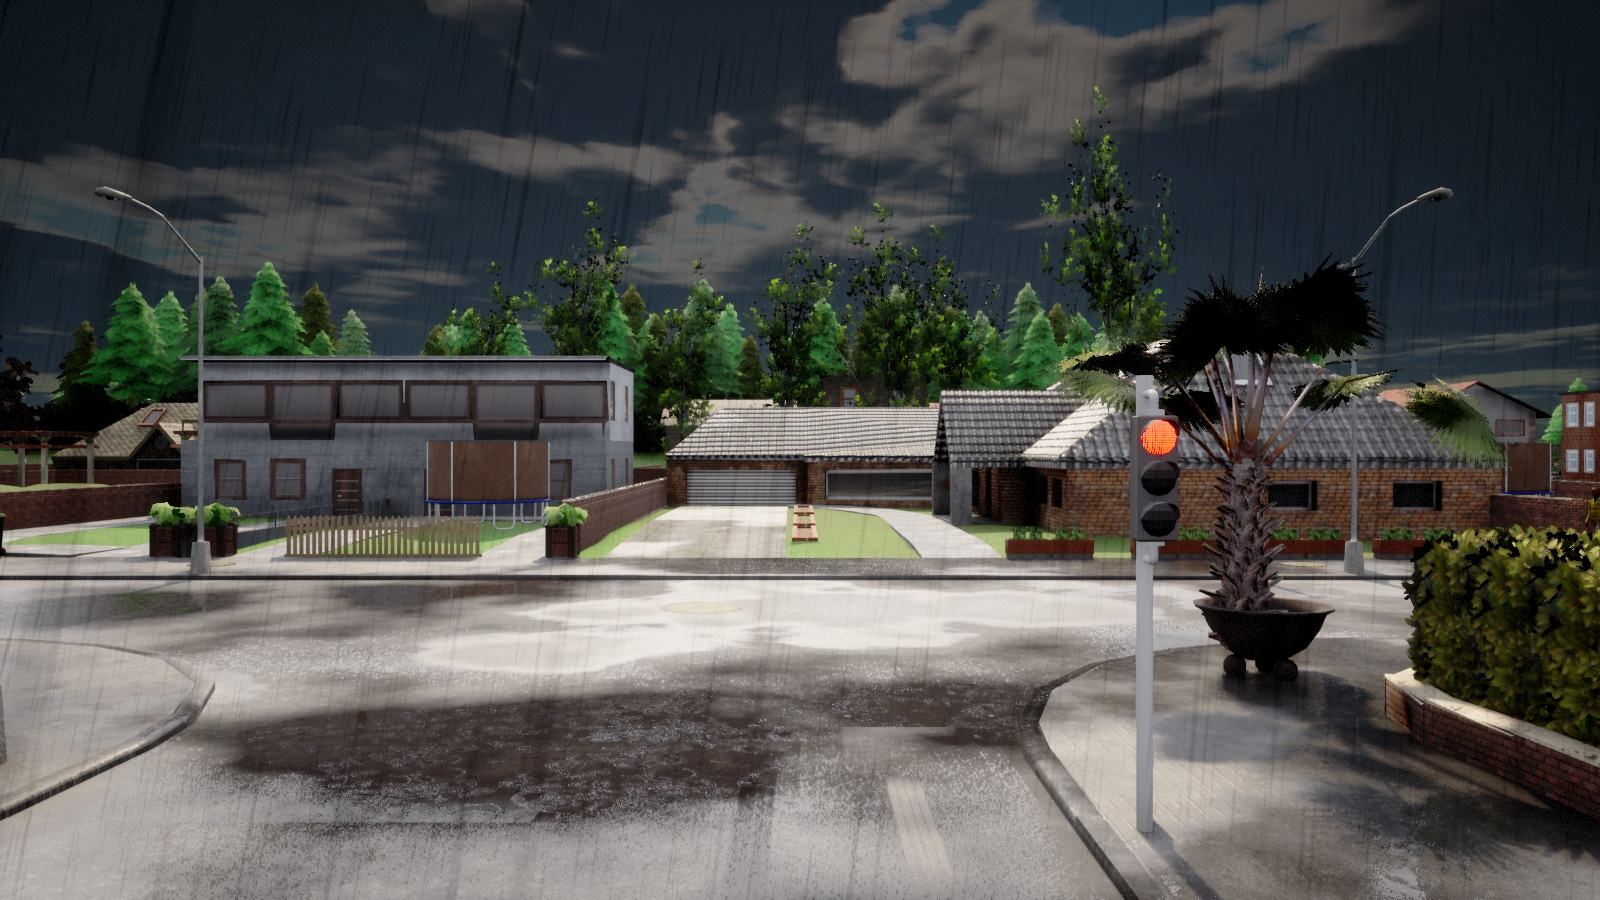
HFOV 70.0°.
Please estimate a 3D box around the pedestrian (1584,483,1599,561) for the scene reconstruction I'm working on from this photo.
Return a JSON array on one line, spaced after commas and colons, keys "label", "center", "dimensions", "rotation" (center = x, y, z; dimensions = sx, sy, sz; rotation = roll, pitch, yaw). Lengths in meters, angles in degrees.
[{"label": "pedestrian", "center": [19.233, 1.732, 27.568], "dimensions": [0.375, 1.860, 0.375], "rotation": [0, 0, -2]}]
